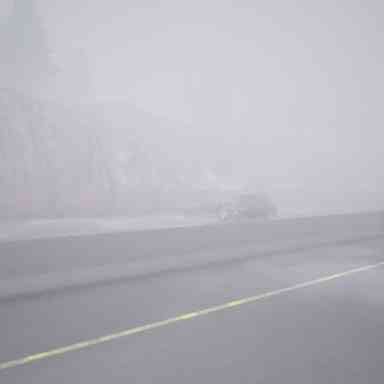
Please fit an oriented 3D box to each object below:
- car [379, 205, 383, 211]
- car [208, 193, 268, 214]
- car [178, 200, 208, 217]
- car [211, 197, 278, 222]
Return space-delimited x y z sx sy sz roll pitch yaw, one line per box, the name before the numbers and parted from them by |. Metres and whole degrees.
car | 18.988 1.334 30.438 4.674 1.442 1.812 0 0 -35
car | 4.412 1.106 28.641 5.566 2.045 2.150 0 0 -36
car | 1.340 1.437 30.748 5.357 1.411 2.033 0 0 -35
car | 4.119 1.391 24.129 4.902 1.511 2.128 0 0 -35
